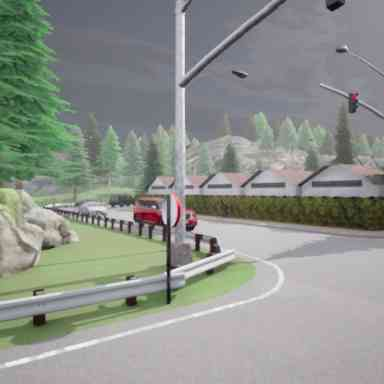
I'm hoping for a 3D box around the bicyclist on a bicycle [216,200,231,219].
[{"bbox_3d":[2.648,1.481,28.175,1.656,1.620,0.582,0,0,-35],"label":"bicyclist on a bicycle"}]

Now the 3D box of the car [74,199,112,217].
[{"bbox_3d":[-9.931,1.711,33.120,1.812,1.442,4.674,0,1,-34],"label":"car"}]

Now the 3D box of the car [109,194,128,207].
[{"bbox_3d":[-10.827,1.383,53.284,2.150,2.045,5.566,0,0,33],"label":"car"}]

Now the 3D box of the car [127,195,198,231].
[{"bbox_3d":[-1.907,1.406,21.629,2.150,2.045,5.566,0,0,-35],"label":"car"}]
